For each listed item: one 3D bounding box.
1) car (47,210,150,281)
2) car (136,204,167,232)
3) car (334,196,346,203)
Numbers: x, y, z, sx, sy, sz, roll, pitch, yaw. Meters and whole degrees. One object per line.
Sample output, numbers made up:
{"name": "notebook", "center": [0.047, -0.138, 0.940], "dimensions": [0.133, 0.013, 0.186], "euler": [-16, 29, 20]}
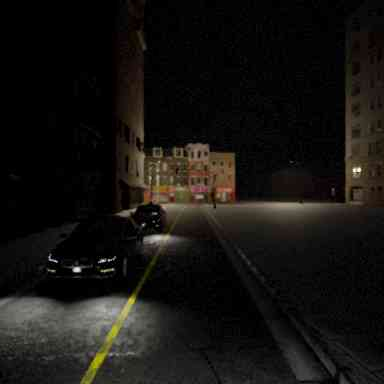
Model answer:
{"name": "car", "center": [-2.594, 1.503, 9.926], "dimensions": [1.837, 1.490, 4.892], "euler": [0, 0, 0]}
{"name": "car", "center": [-2.585, 1.505, 20.275], "dimensions": [1.837, 1.490, 4.892], "euler": [0, 0, 0]}
{"name": "car", "center": [29.188, 1.440, 62.151], "dimensions": [5.008, 1.535, 1.882], "euler": [0, 0, -9]}
